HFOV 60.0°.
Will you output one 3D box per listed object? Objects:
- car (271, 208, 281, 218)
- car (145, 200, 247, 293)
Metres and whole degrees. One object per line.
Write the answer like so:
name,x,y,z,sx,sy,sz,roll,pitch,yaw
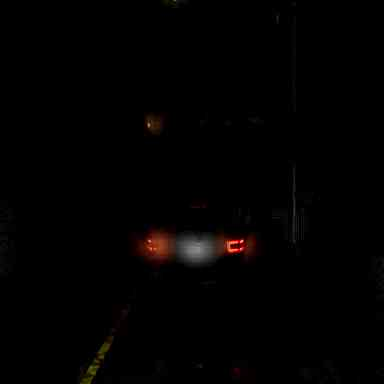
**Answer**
car,9.047,1.588,27.633,4.718,1.301,1.895,0,0,-10
car,0.079,1.222,9.010,2.150,2.045,5.566,0,0,0
